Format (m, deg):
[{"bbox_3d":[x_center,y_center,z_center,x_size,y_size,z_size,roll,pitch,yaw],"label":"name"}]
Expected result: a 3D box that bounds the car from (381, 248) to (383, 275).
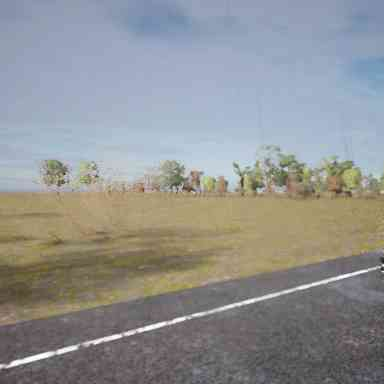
[{"bbox_3d":[6.950,1.522,8.948,4.902,1.511,2.128,0,0,-35],"label":"car"}]
